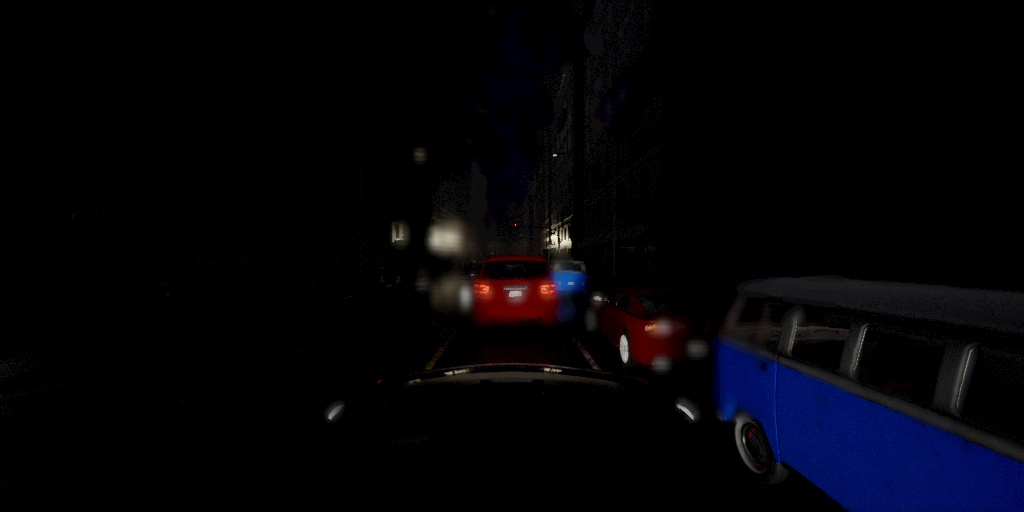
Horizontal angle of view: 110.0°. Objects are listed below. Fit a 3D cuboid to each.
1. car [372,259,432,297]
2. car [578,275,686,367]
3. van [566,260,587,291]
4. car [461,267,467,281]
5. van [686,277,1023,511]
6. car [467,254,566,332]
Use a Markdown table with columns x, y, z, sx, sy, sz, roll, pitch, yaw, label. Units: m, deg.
| x | y | z | sx | sy | sz | roll | pitch | yaw | label |
| --- | --- | --- | --- | --- | --- | --- | --- | --- | --- |
| -5.644 | 1.060 | 19.043 | 2.192 | 1.841 | 5.009 | 0 | 0 | 0 | car |
| 2.864 | 1.294 | 7.750 | 1.888 | 1.381 | 4.507 | 0 | 0 | 0 | car |
| 2.881 | 1.086 | 19.071 | 1.690 | 1.789 | 3.998 | 0 | 0 | 0 | van |
| -2.961 | 1.323 | 29.537 | 1.994 | 1.385 | 4.181 | 0 | 0 | 0 | car |
| 2.856 | 1.091 | 2.089 | 1.690 | 1.789 | 3.998 | 0 | 0 | 0 | van |
| 0.114 | 0.970 | 10.972 | 2.150 | 2.045 | 5.566 | 0 | 0 | 0 | car |
